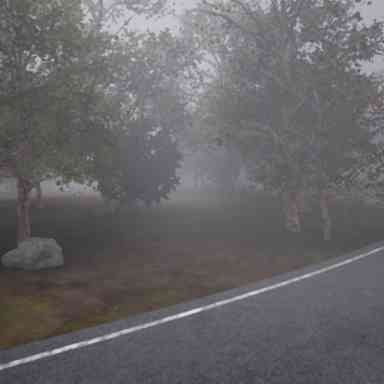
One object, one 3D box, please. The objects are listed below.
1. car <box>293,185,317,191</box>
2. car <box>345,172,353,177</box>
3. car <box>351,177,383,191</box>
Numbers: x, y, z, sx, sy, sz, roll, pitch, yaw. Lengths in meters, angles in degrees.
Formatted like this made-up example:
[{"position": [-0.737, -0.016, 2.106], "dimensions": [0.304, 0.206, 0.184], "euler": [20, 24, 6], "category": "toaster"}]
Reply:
[{"position": [14.129, -0.883, 42.401], "dimensions": [2.150, 2.045, 5.566], "euler": [-6, 4, -19], "category": "car"}, {"position": [30.212, -3.362, 67.279], "dimensions": [5.008, 1.535, 1.882], "euler": [-5, 3, -12], "category": "car"}, {"position": [20.681, -0.788, 37.820], "dimensions": [1.994, 1.385, 4.181], "euler": [-7, 4, -38], "category": "car"}]
